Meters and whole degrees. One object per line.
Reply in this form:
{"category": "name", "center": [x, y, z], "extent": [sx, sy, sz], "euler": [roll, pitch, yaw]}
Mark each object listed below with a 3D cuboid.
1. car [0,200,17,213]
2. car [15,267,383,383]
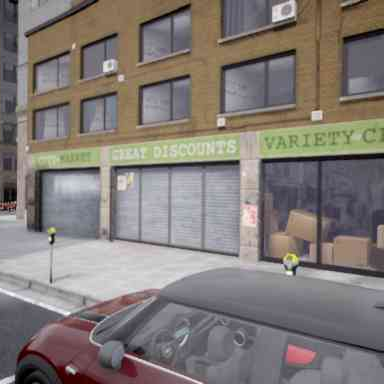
{"category": "car", "center": [-16.990, 1.337, 33.315], "extent": [1.895, 1.301, 4.718], "euler": [1, 1, 35]}
{"category": "car", "center": [0.224, 1.436, 2.904], "extent": [4.097, 1.590, 1.967], "euler": [0, 1, 35]}
